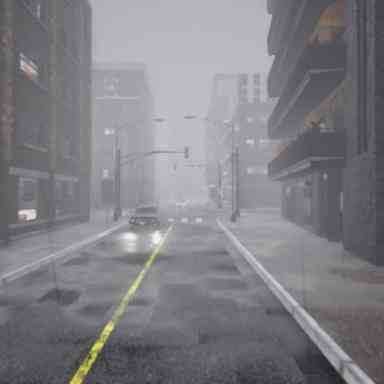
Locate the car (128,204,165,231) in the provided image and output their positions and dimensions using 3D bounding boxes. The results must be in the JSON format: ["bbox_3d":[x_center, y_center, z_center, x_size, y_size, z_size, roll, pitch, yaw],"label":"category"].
[{"bbox_3d":[-2.793,1.569,21.195,1.837,1.490,4.892,0,-1,1],"label":"car"}]

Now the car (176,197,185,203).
[{"bbox_3d":[-2.743,1.827,78.860,2.128,1.511,4.902,0,0,0],"label":"car"}]
